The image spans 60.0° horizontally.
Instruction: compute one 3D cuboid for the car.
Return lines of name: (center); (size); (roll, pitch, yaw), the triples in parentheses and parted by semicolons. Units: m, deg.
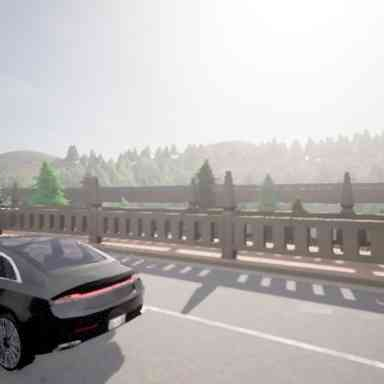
car: (-3.039, 1.510, 5.679); (4.902, 1.511, 2.128); (0, 0, 32)
